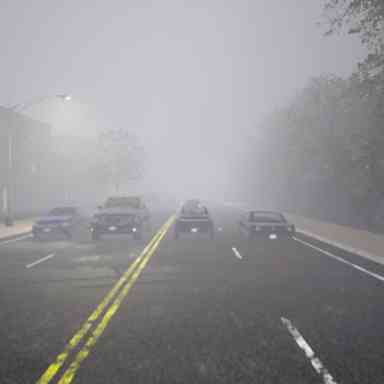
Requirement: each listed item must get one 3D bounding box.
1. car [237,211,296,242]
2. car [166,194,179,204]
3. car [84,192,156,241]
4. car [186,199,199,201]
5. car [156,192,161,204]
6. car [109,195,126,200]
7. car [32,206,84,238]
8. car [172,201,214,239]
[{"bbox_3d":[3.346,1.548,15.955,1.895,1.301,4.718,0,0,0],"label":"car"},{"bbox_3d":[-3.489,1.158,58.998,2.097,1.767,4.553,0,0,0],"label":"car"},{"bbox_3d":[-3.356,1.166,16.746,2.150,2.045,5.566,0,0,0],"label":"car"},{"bbox_3d":[0.090,1.410,34.883,1.812,1.442,4.674,0,0,0],"label":"car"},{"bbox_3d":[-6.737,1.027,59.463,2.150,2.045,5.566,0,0,0],"label":"car"},{"bbox_3d":[-20.721,1.517,92.671,4.313,1.339,1.947,-1,1,-1],"label":"car"},{"bbox_3d":[-6.605,1.468,17.501,1.812,1.442,4.674,0,0,0],"label":"car"},{"bbox_3d":[0.096,1.436,16.828,2.128,1.511,4.902,0,0,0],"label":"car"}]
